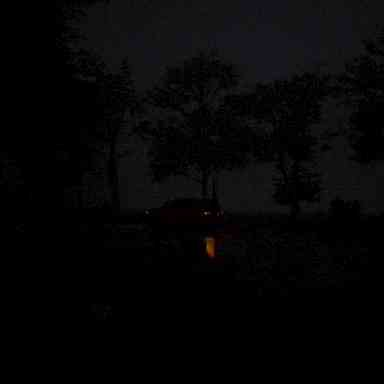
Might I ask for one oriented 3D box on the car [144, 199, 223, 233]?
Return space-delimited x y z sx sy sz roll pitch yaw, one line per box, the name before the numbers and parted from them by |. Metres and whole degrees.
car | -0.640 1.477 21.957 5.566 2.045 2.150 -1 -2 36
